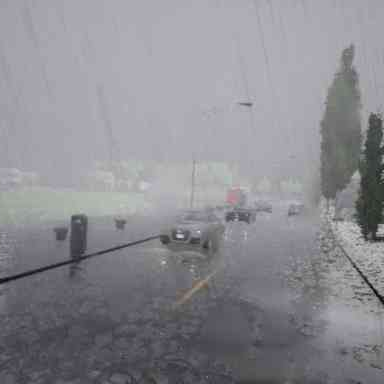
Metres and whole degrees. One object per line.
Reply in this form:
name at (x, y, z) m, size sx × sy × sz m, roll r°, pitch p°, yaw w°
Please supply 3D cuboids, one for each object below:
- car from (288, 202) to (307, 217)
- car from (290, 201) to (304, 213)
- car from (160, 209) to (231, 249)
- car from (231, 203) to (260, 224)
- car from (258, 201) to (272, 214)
car at (12.104, 2.075, 38.210) m, size 1.994 × 1.385 × 4.181 m, roll 3°, pitch 0°, yaw 18°
car at (15.421, 2.177, 48.632) m, size 1.812 × 1.442 × 4.674 m, roll 3°, pitch 0°, yaw 18°
car at (0.163, 1.551, 14.756) m, size 1.994 × 1.385 × 4.181 m, roll 3°, pitch 0°, yaw 18°
car at (3.945, 1.748, 26.471) m, size 1.895 × 1.301 × 4.718 m, roll 3°, pitch 0°, yaw 18°
car at (9.062, 1.875, 42.032) m, size 1.837 × 1.490 × 4.892 m, roll 3°, pitch 0°, yaw 18°
